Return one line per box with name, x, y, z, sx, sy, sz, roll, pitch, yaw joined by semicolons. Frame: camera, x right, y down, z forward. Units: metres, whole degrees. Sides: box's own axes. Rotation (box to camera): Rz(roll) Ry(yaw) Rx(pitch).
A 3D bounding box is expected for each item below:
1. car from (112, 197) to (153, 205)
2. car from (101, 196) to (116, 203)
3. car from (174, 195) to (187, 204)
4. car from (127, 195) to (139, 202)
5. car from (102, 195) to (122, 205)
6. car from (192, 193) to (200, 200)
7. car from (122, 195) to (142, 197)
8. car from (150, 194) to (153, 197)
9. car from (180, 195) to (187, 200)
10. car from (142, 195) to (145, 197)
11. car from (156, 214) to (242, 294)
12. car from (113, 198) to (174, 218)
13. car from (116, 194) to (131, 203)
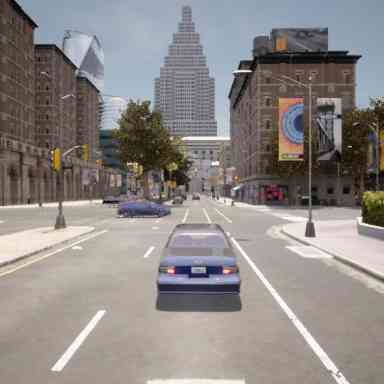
car;-4.923;1.491;32.674;4.902;1.511;2.128;0;0;0
car;-17.385;1.595;69.799;1.895;1.301;4.718;0;0;1
car;-2.594;1.547;63.913;2.033;1.411;5.357;0;0;1
car;-14.021;1.478;78.851;1.882;1.535;5.008;0;0;1
car;-14.349;1.601;58.646;1.895;1.301;4.718;0;0;1
car;1.121;1.350;89.984;2.097;1.767;4.553;0;0;1
car;-10.830;1.478;59.827;1.882;1.535;5.008;0;0;1
car;-10.511;1.355;79.611;2.097;1.767;4.553;0;0;1
car;-2.359;1.500;91.611;1.837;1.490;4.892;0;0;1
car;-10.638;1.500;69.623;1.837;1.490;4.892;0;0;1
car;0.172;1.547;8.905;2.033;1.411;5.357;0;0;1
car;-4.165;1.526;29.169;4.674;1.442;1.812;0;0;0
car;-14.149;1.355;68.752;2.097;1.767;4.553;0;0;1
